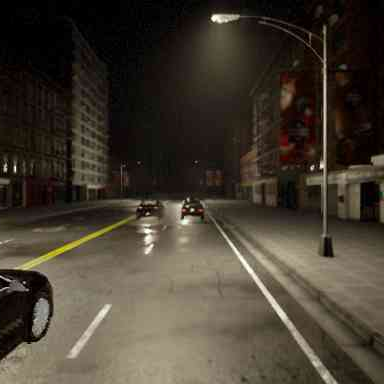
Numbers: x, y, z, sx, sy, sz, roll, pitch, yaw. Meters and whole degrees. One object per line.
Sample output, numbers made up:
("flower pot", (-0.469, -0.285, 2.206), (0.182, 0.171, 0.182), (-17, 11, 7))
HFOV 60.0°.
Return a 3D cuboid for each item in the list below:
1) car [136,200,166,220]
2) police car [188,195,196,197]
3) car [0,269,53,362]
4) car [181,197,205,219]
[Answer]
("car", (-3.156, 1.348, 26.194), (2.128, 1.511, 4.902), (0, 0, 0))
("police car", (-0.008, 1.240, 49.520), (2.038, 1.542, 4.974), (0, 0, 0))
("car", (-3.150, 1.484, 3.474), (1.837, 1.490, 4.892), (0, 0, 0))
("car", (0.054, 1.398, 27.309), (2.033, 1.411, 5.357), (0, 0, 0))
